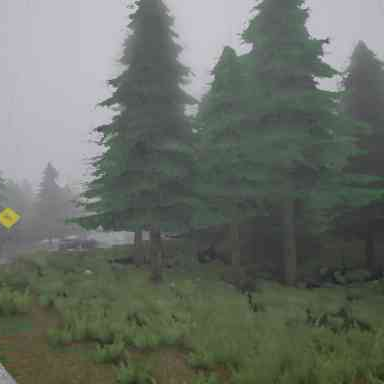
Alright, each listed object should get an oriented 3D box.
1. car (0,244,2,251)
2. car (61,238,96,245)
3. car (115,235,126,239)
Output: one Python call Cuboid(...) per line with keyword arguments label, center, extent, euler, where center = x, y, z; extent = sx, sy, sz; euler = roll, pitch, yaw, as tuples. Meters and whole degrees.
Cuboid(label="car", center=(-15.378, 3.958, 23.081), extent=(1.895, 1.301, 4.718), euler=(-2, -7, -1))
Cuboid(label="car", center=(-10.826, 4.922, 32.172), extent=(1.837, 1.490, 4.892), euler=(-2, -8, 13))
Cuboid(label="car", center=(-13.765, 8.990, 63.646), extent=(2.128, 1.511, 4.902), euler=(-1, -7, -18))
